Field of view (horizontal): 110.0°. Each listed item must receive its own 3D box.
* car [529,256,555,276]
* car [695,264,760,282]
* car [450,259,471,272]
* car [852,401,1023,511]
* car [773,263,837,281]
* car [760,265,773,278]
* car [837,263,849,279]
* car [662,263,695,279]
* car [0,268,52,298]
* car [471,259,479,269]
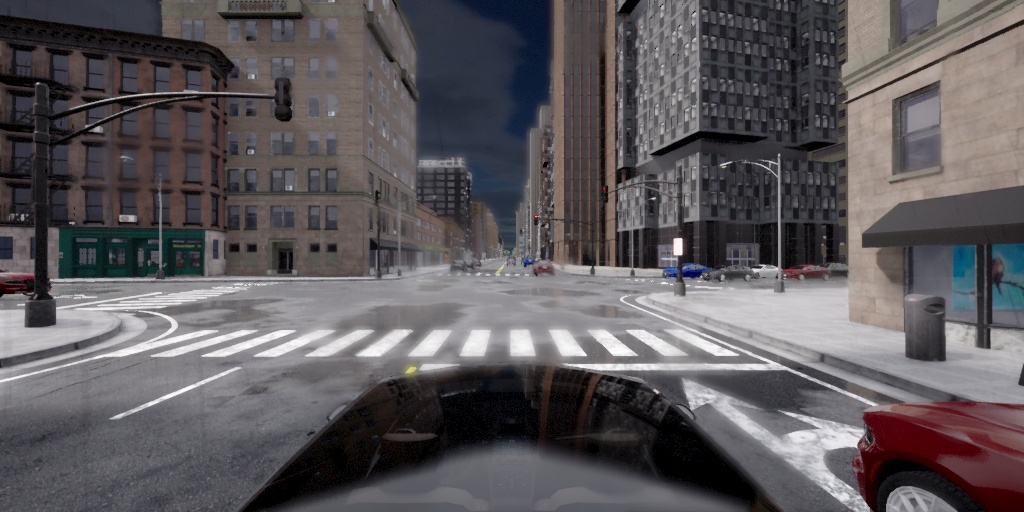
[{"bbox_3d":[3.284,1.121,38.248,2.097,1.767,4.553,0,1,0],"label":"car"},{"bbox_3d":[19.267,1.514,32.084,4.892,1.490,1.837,1,0,-17],"label":"car"},{"bbox_3d":[-6.657,1.264,45.345,1.837,1.490,4.892,0,0,-1],"label":"car"},{"bbox_3d":[3.353,1.227,0.450,1.882,1.535,5.008,0,0,0],"label":"car"},{"bbox_3d":[28.317,1.593,34.659,5.008,1.535,1.882,1,0,-15],"label":"car"},{"bbox_3d":[25.995,1.639,37.400,4.674,1.442,1.812,1,0,-15],"label":"car"},{"bbox_3d":[35.003,1.570,39.685,4.553,1.767,2.097,1,0,-13],"label":"car"},{"bbox_3d":[17.014,1.486,34.826,5.008,1.535,1.882,1,0,-16],"label":"car"},{"bbox_3d":[-22.335,0.962,14.471,5.008,1.535,1.882,1,0,-17],"label":"car"},{"bbox_3d":[-6.662,1.265,55.455,1.837,1.490,4.892,0,0,0],"label":"car"}]
